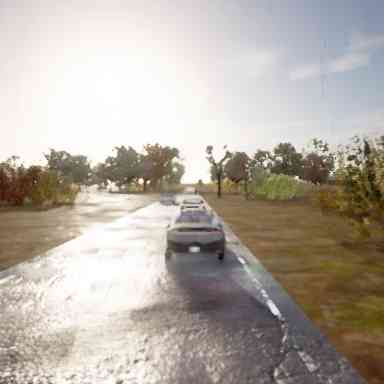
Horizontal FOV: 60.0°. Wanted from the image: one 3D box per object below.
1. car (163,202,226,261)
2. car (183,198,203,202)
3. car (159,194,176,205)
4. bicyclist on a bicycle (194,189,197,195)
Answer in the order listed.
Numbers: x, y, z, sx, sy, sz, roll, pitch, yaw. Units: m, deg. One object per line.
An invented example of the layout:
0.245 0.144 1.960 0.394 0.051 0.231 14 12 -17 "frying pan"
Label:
0.082 1.305 11.449 2.128 1.511 4.902 0 1 0 "car"
0.091 1.156 27.087 1.895 1.301 4.718 0 1 0 "car"
-3.078 0.895 42.519 1.895 1.301 4.718 0 1 0 "car"
0.850 0.064 77.188 0.659 1.776 1.843 0 1 0 "bicyclist on a bicycle"
